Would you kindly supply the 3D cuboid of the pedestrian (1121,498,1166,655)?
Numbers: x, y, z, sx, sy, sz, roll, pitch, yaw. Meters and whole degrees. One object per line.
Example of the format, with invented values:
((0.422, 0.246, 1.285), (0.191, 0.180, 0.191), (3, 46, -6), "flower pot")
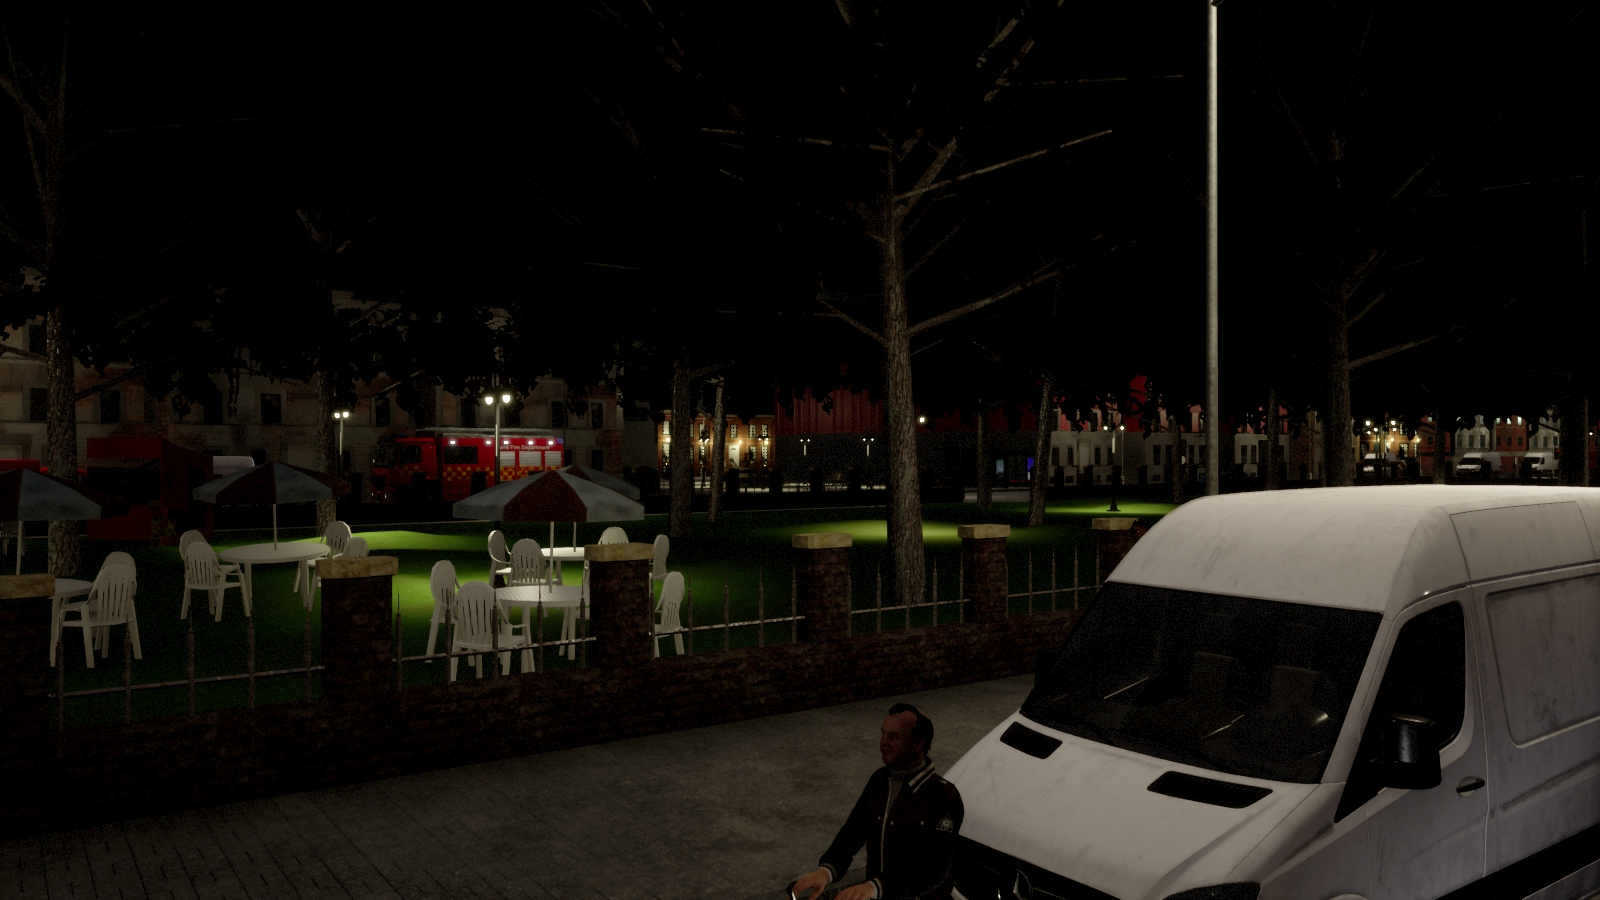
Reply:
((4.197, 1.525, 13.951), (0.375, 1.860, 0.375), (0, 0, -35), "pedestrian")

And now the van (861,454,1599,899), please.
((3.302, 1.314, 6.746), (5.915, 2.561, 1.988), (0, 0, -35), "van")

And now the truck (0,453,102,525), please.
((-27.751, 1.342, 40.236), (5.204, 2.467, 2.627), (1, 0, -35), "truck")
